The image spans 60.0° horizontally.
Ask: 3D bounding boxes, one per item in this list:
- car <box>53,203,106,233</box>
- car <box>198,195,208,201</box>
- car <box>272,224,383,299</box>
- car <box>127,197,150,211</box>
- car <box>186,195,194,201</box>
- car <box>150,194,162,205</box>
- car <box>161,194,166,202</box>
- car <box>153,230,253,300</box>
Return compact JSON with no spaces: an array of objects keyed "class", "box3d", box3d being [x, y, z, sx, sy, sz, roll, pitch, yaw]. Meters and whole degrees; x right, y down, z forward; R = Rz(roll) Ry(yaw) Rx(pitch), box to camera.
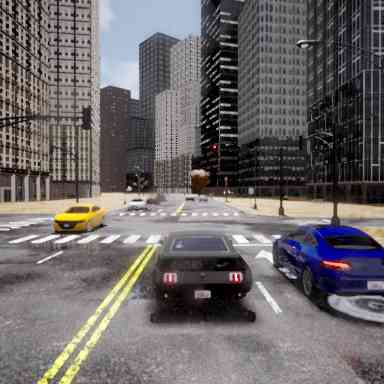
[{"class":"car","box3d":[-6.583,1.473,19.961,1.882,1.535,5.008,0,0,0]},{"class":"car","box3d":[2.746,1.385,80.620,1.812,1.442,4.674,0,0,-4]},{"class":"car","box3d":[3.346,1.521,8.318,1.812,1.442,4.674,0,0,1]},{"class":"car","box3d":[-6.579,1.487,40.359,1.812,1.442,4.674,0,0,0]},{"class":"car","box3d":[-0.503,1.458,80.504,1.895,1.301,4.718,0,0,-4]},{"class":"car","box3d":[-6.562,1.492,55.564,1.994,1.385,4.181,0,0,0]},{"class":"car","box3d":[-6.621,1.243,71.160,2.097,1.767,4.553,0,0,-1]},{"class":"car","box3d":[0.104,1.597,8.347,1.895,1.301,4.718,0,0,-3]}]
